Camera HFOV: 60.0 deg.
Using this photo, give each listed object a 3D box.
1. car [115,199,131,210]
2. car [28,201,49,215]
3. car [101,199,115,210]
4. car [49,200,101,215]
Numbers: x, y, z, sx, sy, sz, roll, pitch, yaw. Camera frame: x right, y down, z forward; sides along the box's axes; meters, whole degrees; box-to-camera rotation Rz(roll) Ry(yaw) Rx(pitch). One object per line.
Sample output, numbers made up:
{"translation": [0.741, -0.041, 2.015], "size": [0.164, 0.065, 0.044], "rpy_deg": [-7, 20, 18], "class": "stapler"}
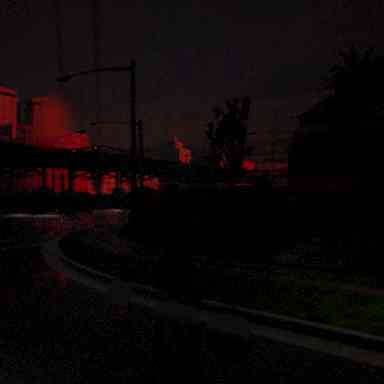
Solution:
{"translation": [-7.599, 1.683, 46.330], "size": [2.033, 1.411, 5.357], "rpy_deg": [-1, 0, 37], "class": "car"}
{"translation": [-17.035, 1.840, 39.641], "size": [1.812, 1.442, 4.674], "rpy_deg": [-1, 0, 37], "class": "car"}
{"translation": [-11.518, 1.694, 46.947], "size": [2.128, 1.511, 4.902], "rpy_deg": [-1, 0, 37], "class": "car"}
{"translation": [-13.468, 1.759, 38.555], "size": [1.837, 1.490, 4.892], "rpy_deg": [-1, 0, 37], "class": "car"}
